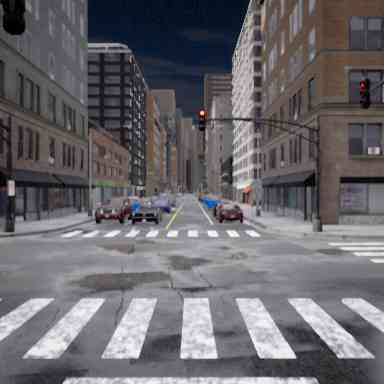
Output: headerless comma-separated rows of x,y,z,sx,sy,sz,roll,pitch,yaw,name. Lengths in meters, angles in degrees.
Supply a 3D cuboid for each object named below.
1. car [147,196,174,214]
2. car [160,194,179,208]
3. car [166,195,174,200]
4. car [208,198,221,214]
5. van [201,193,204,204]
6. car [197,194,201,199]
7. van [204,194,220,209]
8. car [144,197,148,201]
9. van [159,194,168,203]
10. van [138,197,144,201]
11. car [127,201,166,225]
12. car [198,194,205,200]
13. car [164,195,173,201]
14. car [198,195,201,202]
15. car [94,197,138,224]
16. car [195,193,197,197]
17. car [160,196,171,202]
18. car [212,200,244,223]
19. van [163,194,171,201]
-3.211,1.456,35.152,1.882,1.535,5.008,0,0,0,car
-3.251,1.476,48.413,1.837,1.490,4.892,0,0,0,car
-5.981,1.534,91.006,1.802,1.307,4.206,0,0,0,car
2.753,1.546,30.521,1.947,1.339,4.313,0,0,0,car
2.676,1.310,52.526,1.690,1.788,3.998,0,0,0,van
2.601,1.539,74.531,1.802,1.307,4.206,0,0,0,car
2.714,1.316,41.523,1.690,1.788,3.998,0,0,0,van
-5.811,1.415,41.494,1.967,1.590,4.097,0,0,0,car
-5.906,1.301,69.002,1.690,1.788,3.998,0,0,0,van
-5.774,1.322,30.491,1.690,1.788,3.998,0,0,0,van
-3.181,1.585,24.263,1.895,1.301,4.718,0,0,0,car
2.544,1.392,91.035,1.967,1.590,4.097,0,0,0,car
-5.962,1.519,85.505,1.947,1.339,4.313,0,0,0,car
2.639,1.544,63.529,1.802,1.307,4.206,0,0,0,car
-5.755,1.299,24.990,2.192,1.841,5.009,0,0,0,car
2.582,1.270,80.032,2.192,1.841,5.009,0,0,0,car
-5.924,1.508,74.502,2.008,1.369,4.403,0,0,0,car
2.771,1.528,25.019,1.887,1.381,4.507,0,0,0,car
-5.944,1.296,80.003,1.690,1.788,3.998,0,0,0,van
